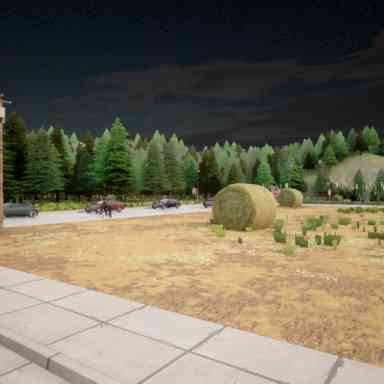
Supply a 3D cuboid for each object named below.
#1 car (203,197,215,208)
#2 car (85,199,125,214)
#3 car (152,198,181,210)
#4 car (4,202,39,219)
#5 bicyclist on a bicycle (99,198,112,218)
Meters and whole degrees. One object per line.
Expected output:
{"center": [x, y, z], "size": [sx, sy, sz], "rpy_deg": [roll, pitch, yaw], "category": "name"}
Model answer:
{"center": [3.489, 1.518, 47.795], "size": [2.128, 1.511, 4.902], "rpy_deg": [0, 0, 37], "category": "car"}
{"center": [-9.468, 1.552, 36.347], "size": [1.812, 1.442, 4.674], "rpy_deg": [0, 0, 36], "category": "car"}
{"center": [-3.386, 1.552, 44.573], "size": [1.812, 1.442, 4.674], "rpy_deg": [0, 0, 37], "category": "car"}
{"center": [-15.382, 1.591, 28.356], "size": [1.994, 1.385, 4.181], "rpy_deg": [0, 0, 36], "category": "car"}
{"center": [-7.049, 1.327, 27.042], "size": [1.656, 1.620, 0.582], "rpy_deg": [0, 0, 36], "category": "bicyclist on a bicycle"}
